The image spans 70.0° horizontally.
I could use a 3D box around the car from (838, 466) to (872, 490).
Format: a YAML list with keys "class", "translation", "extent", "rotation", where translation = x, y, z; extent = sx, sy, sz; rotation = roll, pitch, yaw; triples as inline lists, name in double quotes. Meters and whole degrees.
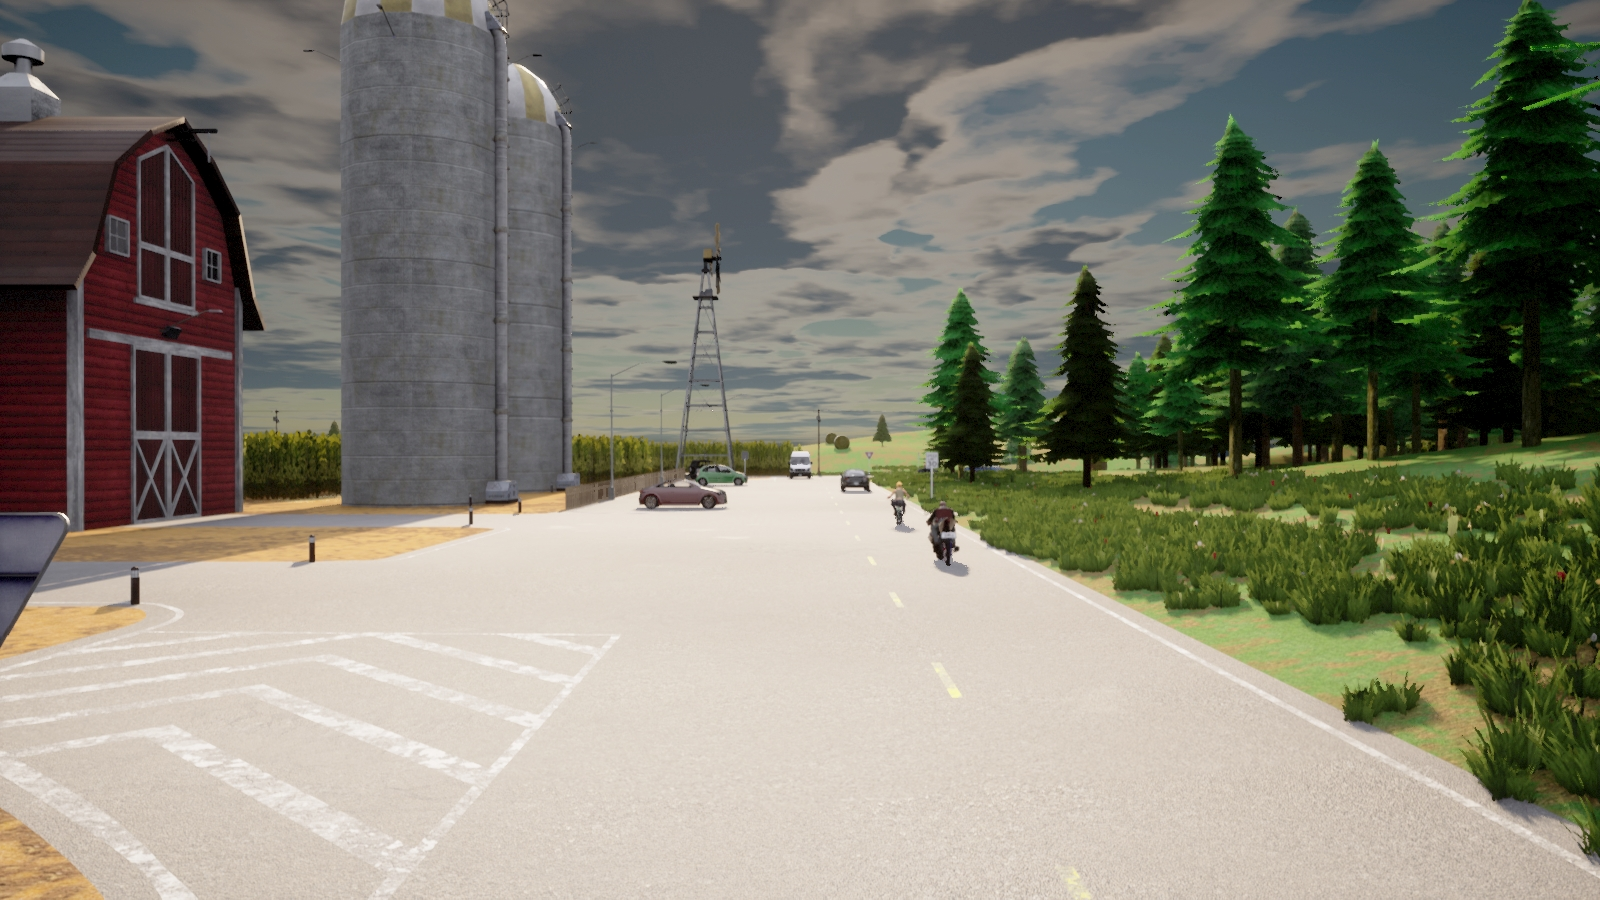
- class: "car"
  translation: [3.605, 1.832, 75.595]
  extent: [2.002, 1.442, 4.674]
  rotation: [0, 0, 0]

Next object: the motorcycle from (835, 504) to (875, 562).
- class: "motorcycle"
  translation: [1.343, 2.023, 28.229]
  extent: [0.867, 1.251, 2.209]
  rotation: [0, 0, 0]
